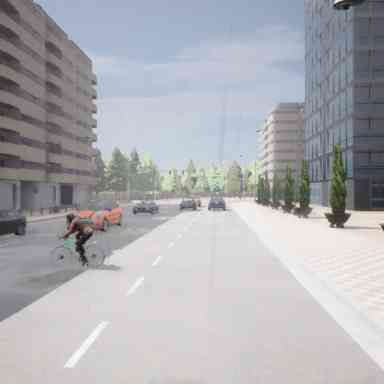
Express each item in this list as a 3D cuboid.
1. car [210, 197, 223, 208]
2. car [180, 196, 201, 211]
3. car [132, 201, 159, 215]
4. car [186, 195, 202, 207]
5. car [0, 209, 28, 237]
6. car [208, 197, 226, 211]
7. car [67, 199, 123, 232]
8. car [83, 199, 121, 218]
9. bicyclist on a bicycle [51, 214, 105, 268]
[{"bbox_3d":[3.810,1.505,50.777,1.837,1.490,4.892,0,0,5],"label":"car"},{"bbox_3d":[-0.396,1.491,41.641,2.128,1.511,4.902,0,0,5],"label":"car"},{"bbox_3d":[-4.650,1.564,33.818,1.994,1.385,4.181,0,0,6],"label":"car"},{"bbox_3d":[0.295,1.352,50.763,2.097,1.767,4.553,0,0,5],"label":"car"},{"bbox_3d":[-9.620,1.526,15.622,1.812,1.442,4.674,0,0,5],"label":"car"},{"bbox_3d":[3.117,1.352,41.615,2.097,1.767,4.553,0,0,5],"label":"car"},{"bbox_3d":[-5.738,1.351,20.130,2.097,1.767,4.553,0,0,5],"label":"car"},{"bbox_3d":[-8.372,1.477,31.401,1.882,1.535,5.008,0,0,5],"label":"car"},{"bbox_3d":[-3.384,1.455,9.775,1.656,1.620,0.582,-2,0,4],"label":"bicyclist on a bicycle"}]
